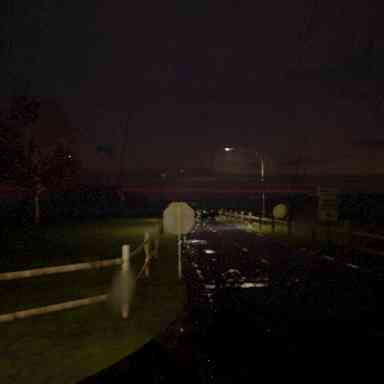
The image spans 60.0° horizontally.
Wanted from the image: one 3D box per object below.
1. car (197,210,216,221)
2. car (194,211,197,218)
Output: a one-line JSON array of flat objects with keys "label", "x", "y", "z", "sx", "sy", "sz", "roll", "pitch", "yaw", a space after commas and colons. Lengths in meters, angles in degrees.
[{"label": "car", "x": 2.223, "y": 3.292, "z": 47.484, "sx": 1.837, "sy": 1.490, "sz": 4.892, "roll": -1, "pitch": -3, "yaw": -3}, {"label": "car", "x": 1.495, "y": 3.826, "z": 59.372, "sx": 1.994, "sy": 1.385, "sz": 4.181, "roll": -1, "pitch": -2, "yaw": -4}]
